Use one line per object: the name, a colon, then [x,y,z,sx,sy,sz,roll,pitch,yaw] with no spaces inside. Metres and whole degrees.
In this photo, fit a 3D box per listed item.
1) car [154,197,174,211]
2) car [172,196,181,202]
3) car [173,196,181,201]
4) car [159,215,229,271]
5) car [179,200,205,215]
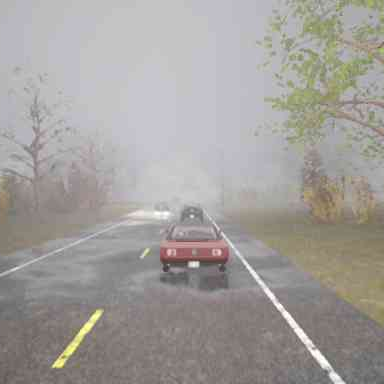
car: [-3.881,1.685,43.653,2.128,1.511,4.902,0,0,-1]
car: [-3.877,1.705,83.938,1.837,1.490,4.892,0,0,0]
car: [-3.725,1.638,76.629,2.128,1.511,4.902,0,0,-2]
car: [0.060,1.655,11.103,1.895,1.301,4.718,0,0,0]
car: [-0.005,1.638,28.049,1.837,1.490,4.892,0,0,0]
